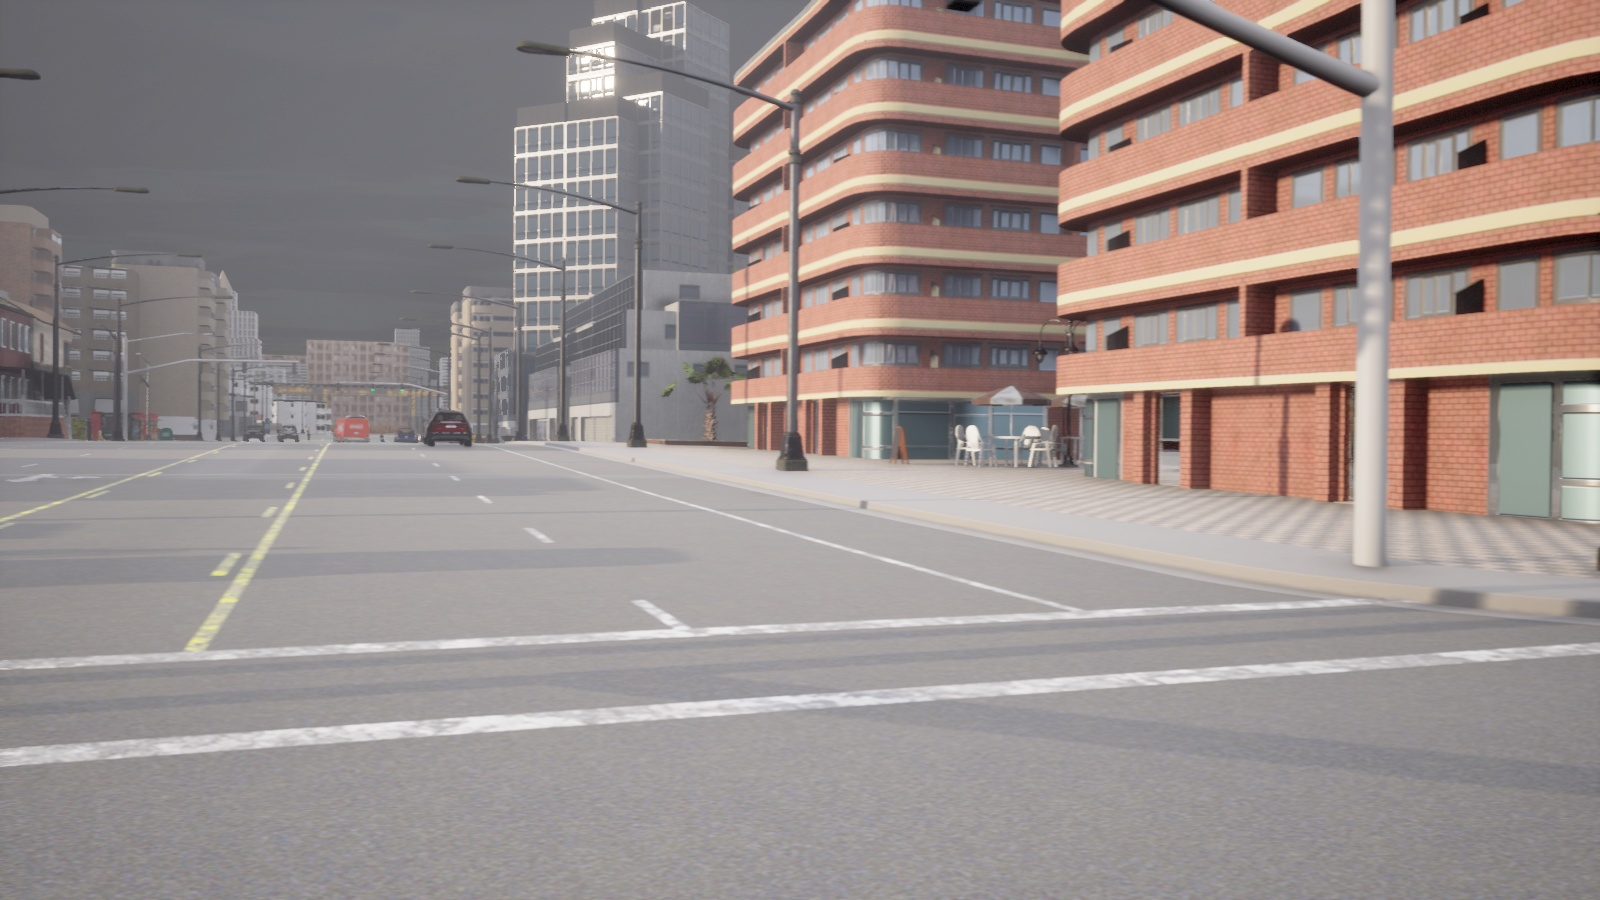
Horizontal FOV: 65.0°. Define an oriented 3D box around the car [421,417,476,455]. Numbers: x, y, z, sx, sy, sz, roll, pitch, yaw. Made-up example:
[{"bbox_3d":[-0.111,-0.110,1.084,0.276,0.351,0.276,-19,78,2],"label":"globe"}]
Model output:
[{"bbox_3d":[-16.154,-0.667,57.571,2.033,1.649,4.856,-1,1,-20],"label":"car"}]
